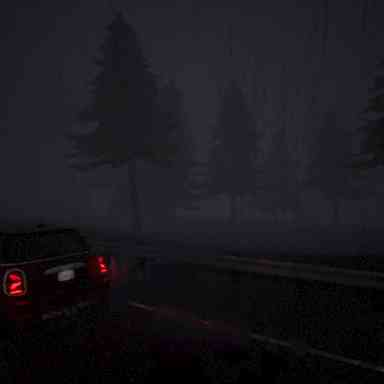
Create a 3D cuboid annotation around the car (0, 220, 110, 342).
[{"bbox_3d":[-3.764,1.366,6.600,4.553,1.767,2.097,0,0,35],"label":"car"}]
